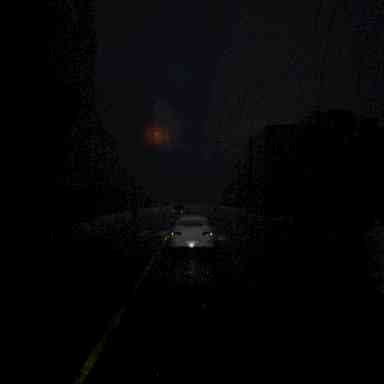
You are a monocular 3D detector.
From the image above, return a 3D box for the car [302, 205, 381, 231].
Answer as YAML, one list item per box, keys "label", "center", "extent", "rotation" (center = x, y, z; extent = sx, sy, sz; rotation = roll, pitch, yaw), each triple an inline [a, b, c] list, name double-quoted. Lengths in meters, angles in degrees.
- label: "car"
  center: [10.825, 1.923, 24.828]
  extent: [5.009, 1.841, 2.192]
  rotation: [1, -1, 0]

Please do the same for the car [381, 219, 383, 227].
- label: "car"
  center: [16.536, 2.239, 24.808]
  extent: [4.829, 1.417, 1.752]
  rotation: [1, -1, 0]

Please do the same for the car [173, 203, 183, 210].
- label: "car"
  center: [-2.729, 2.863, 67.286]
  extent: [1.895, 1.301, 4.718]
  rotation: [0, -2, 0]

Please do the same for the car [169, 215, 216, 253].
- label: "car"
  center: [0.035, 1.702, 14.380]
  extent: [1.812, 1.442, 4.674]
  rotation: [0, -1, 1]
